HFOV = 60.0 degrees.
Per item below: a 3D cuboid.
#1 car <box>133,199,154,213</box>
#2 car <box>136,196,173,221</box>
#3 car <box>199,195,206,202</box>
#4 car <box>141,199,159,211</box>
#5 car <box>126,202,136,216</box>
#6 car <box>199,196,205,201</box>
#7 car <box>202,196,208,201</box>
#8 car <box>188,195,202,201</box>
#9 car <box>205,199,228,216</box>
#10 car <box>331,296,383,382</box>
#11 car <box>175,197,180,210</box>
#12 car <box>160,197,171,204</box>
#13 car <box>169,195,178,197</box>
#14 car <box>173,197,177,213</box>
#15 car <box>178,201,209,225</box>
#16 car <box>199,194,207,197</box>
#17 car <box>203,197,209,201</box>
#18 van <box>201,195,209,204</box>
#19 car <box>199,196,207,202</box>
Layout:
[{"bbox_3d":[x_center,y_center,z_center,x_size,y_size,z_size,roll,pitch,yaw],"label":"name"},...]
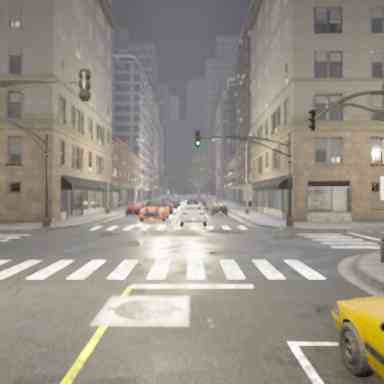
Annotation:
[{"bbox_3d":[-5.749,1.631,40.122,1.967,1.590,4.097,1,0,0],"label":"car"},{"bbox_3d":[-3.144,1.503,28.531,2.097,1.767,4.553,0,0,2],"label":"car"},{"bbox_3d":[2.786,1.694,88.927,1.967,1.590,4.097,1,0,0],"label":"car"},{"bbox_3d":[-5.749,1.750,45.545,1.887,1.381,4.507,1,0,0],"label":"car"},{"bbox_3d":[-5.751,1.718,34.697,1.887,1.381,4.507,0,0,0],"label":"car"},{"bbox_3d":[2.786,1.776,94.521,1.752,1.417,4.829,1,0,0],"label":"car"},{"bbox_3d":[2.778,1.810,56.385,1.802,1.307,4.206,1,0,0],"label":"car"},{"bbox_3d":[0.108,1.709,51.586,2.128,1.511,4.902,0,0,0],"label":"car"},{"bbox_3d":[2.774,1.724,34.689,2.008,1.369,4.403,0,0,0],"label":"car"},{"bbox_3d":[2.767,1.544,2.755,1.752,1.417,4.829,0,0,0],"label":"car"},{"bbox_3d":[-2.993,1.774,47.263,1.994,1.385,4.181,0,0,0],"label":"car"},{"bbox_3d":[-5.744,1.801,72.661,2.008,1.369,4.403,1,0,0],"label":"car"},{"bbox_3d":[-2.992,1.755,57.533,1.812,1.442,4.674,0,0,0],"label":"car"},{"bbox_3d":[-3.061,1.688,37.535,1.837,1.490,4.892,0,0,0],"label":"car"},{"bbox_3d":[0.104,1.662,24.941,1.812,1.442,4.674,0,0,0],"label":"car"},{"bbox_3d":[2.781,1.685,67.231,1.967,1.590,4.097,1,0,0],"label":"car"},{"bbox_3d":[2.777,1.731,45.705,1.752,1.417,4.829,1,0,0],"label":"car"},{"bbox_3d":[2.784,1.592,72.654,1.690,1.788,3.998,1,0,0],"label":"van"},{"bbox_3d":[2.783,1.821,83.503,1.947,1.339,4.313,1,0,0],"label":"car"}]
